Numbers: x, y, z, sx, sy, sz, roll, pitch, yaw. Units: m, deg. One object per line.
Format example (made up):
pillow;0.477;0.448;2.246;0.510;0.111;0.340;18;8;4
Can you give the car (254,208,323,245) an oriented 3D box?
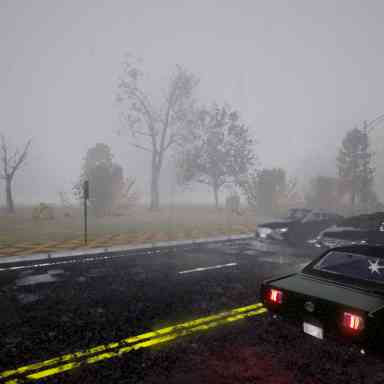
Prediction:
car;4.922;1.488;14.794;4.902;1.511;2.128;0;0;-33

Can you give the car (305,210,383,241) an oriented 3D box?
car;6.513;1.502;11.953;4.892;1.490;1.837;0;0;-33

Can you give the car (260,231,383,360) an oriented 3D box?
car;3.480;1.600;5.790;4.718;1.301;1.895;0;0;-35
